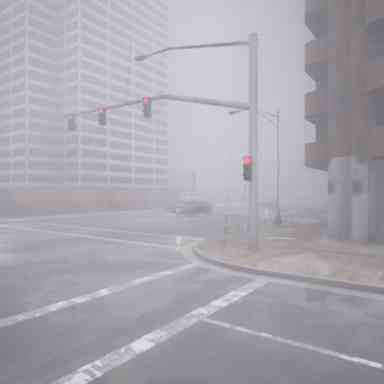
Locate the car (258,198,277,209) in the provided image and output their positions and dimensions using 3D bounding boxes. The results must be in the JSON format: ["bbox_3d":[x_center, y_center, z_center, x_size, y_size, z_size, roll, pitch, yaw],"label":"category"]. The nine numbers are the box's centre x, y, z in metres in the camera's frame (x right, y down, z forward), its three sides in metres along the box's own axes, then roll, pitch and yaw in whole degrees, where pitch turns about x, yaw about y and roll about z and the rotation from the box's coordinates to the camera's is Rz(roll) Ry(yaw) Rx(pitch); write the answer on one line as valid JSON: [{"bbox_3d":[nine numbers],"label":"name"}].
[{"bbox_3d":[10.416,1.569,45.731,1.812,1.442,4.674,0,0,35],"label":"car"}]

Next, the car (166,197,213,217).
[{"bbox_3d":[0.159,1.489,31.331,2.128,1.511,4.902,0,0,35],"label":"car"}]
